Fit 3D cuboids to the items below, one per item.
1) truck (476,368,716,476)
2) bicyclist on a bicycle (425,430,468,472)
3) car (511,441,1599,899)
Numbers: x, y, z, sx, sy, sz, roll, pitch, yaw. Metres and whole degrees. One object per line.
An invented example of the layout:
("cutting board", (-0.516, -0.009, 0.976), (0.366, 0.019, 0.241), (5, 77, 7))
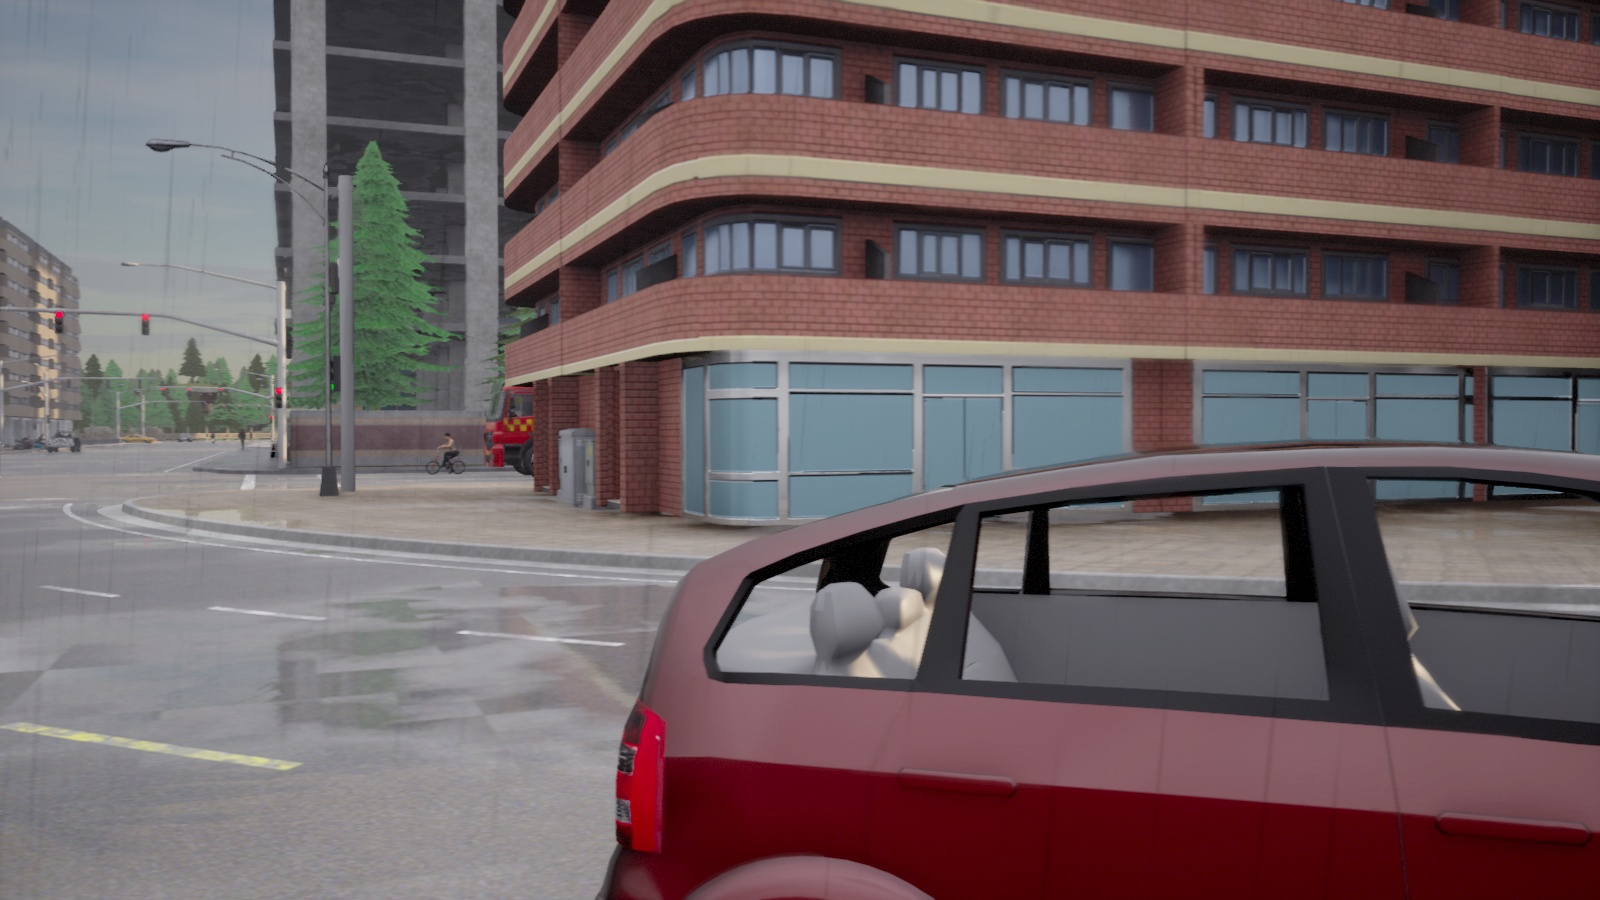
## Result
("truck", (-7.658, -1.022, 47.196), (8.468, 3.827, 2.891), (0, 1, -22))
("bicyclist on a bicycle", (-13.674, 0.034, 48.569), (1.509, 1.612, 0.866), (0, 1, -21))
("car", (1.480, 0.771, 2.709), (3.705, 1.549, 1.789), (0, 1, 18))
